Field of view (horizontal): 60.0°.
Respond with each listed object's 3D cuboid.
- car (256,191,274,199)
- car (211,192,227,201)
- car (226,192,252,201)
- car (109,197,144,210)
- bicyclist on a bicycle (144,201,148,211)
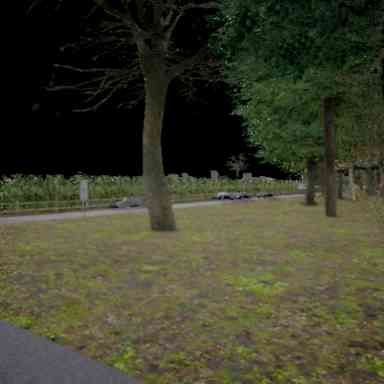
[{"bbox_3d":[13.818,0.545,62.600,1.895,1.301,4.718,-2,0,36],"label":"car"},{"bbox_3d":[5.086,0.710,55.230,1.882,1.535,5.008,-2,0,36],"label":"car"},{"bbox_3d":[8.080,0.742,54.507,1.895,1.301,4.718,-2,0,36],"label":"car"},{"bbox_3d":[-7.436,1.238,37.851,1.994,1.385,4.181,-2,0,36],"label":"car"},{"bbox_3d":[-4.074,1.061,32.279,1.656,1.620,0.582,-1,1,36],"label":"bicyclist on a bicycle"}]
